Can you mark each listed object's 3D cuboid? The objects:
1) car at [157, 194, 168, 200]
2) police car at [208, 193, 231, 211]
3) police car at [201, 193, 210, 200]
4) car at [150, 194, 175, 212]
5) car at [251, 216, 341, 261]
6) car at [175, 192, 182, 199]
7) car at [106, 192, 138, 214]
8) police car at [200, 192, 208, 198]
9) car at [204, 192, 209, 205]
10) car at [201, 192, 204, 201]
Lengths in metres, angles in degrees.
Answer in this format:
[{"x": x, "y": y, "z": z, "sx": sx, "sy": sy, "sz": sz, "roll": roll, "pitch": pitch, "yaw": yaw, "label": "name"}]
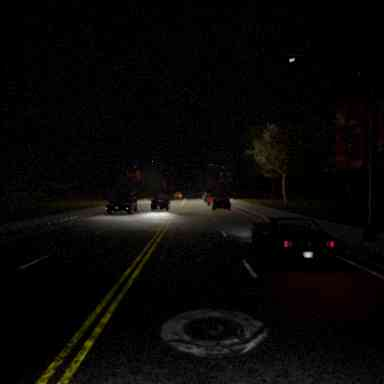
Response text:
[{"x": -6.489, "y": 1.080, "z": 72.776, "sx": 1.994, "sy": 1.385, "sz": 4.181, "roll": 0, "pitch": 0, "yaw": 0, "label": "car"}, {"x": 3.256, "y": 1.176, "z": 37.566, "sx": 1.930, "sy": 1.638, "sz": 5.238, "roll": 0, "pitch": 0, "yaw": 0, "label": "police car"}, {"x": 3.263, "y": 0.964, "z": 81.572, "sx": 1.930, "sy": 1.638, "sz": 5.238, "roll": 0, "pitch": 0, "yaw": 0, "label": "police car"}, {"x": -3.339, "y": 1.253, "z": 35.653, "sx": 2.128, "sy": 1.511, "sz": 4.902, "roll": 0, "pitch": 0, "yaw": 0, "label": "car"}, {"x": 3.351, "y": 1.508, "z": 11.804, "sx": 1.895, "sy": 1.301, "sz": 4.718, "roll": 0, "pitch": 0, "yaw": 0, "label": "car"}, {"x": -3.238, "y": 0.845, "z": 77.636, "sx": 1.882, "sy": 1.535, "sz": 5.008, "roll": 0, "pitch": 0, "yaw": 0, "label": "car"}, {"x": -6.594, "y": 1.002, "z": 31.867, "sx": 2.150, "sy": 2.045, "sz": 5.566, "roll": 0, "pitch": 0, "yaw": 0, "label": "car"}, {"x": 3.264, "y": 0.915, "z": 92.573, "sx": 1.930, "sy": 1.638, "sz": 5.238, "roll": 0, "pitch": 0, "yaw": 0, "label": "police car"}, {"x": 3.257, "y": 1.049, "z": 48.426, "sx": 2.097, "sy": 1.767, "sz": 4.553, "roll": 0, "pitch": 0, "yaw": 0, "label": "car"}, {"x": 3.259, "y": 0.994, "z": 59.428, "sx": 2.097, "sy": 1.767, "sz": 4.553, "roll": 0, "pitch": 0, "yaw": 0, "label": "car"}]
